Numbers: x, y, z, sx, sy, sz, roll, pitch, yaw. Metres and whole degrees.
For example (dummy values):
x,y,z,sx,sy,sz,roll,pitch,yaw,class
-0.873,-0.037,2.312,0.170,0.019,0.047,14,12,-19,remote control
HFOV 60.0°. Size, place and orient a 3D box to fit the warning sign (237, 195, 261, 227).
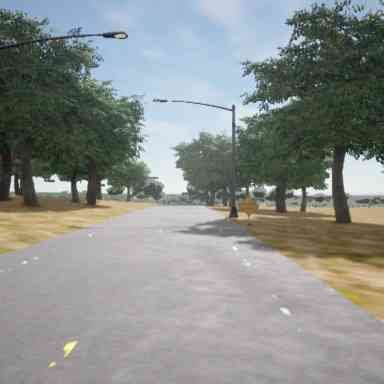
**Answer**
x,y,z,sx,sy,sz,roll,pitch,yaw,class
3.473,1.142,20.335,1.300,1.860,1.060,0,-1,0,warning sign
